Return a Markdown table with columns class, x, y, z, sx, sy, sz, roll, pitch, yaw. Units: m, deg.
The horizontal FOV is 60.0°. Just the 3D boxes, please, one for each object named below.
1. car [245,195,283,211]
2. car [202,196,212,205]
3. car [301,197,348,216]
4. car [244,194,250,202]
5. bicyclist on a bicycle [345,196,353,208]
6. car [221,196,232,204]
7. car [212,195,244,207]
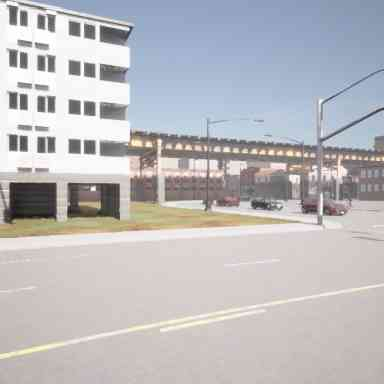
| class | x | y | z | sx | sy | sz | roll | pitch | yaw |
| --- | --- | --- | --- | --- | --- | --- | --- | --- | --- |
| car | 9.244 | 1.491 | 41.354 | 2.128 | 1.511 | 4.902 | 0 | 0 | -25 |
| car | 2.890 | 1.504 | 60.612 | 1.837 | 1.490 | 4.892 | 0 | 0 | -1 |
| car | 13.110 | 1.351 | 33.080 | 2.097 | 1.767 | 4.553 | 0 | 0 | -25 |
| car | 11.879 | 1.524 | 75.701 | 2.128 | 1.511 | 4.902 | 0 | 0 | 41 |
| bicyclist on a bicycle | 20.436 | 1.302 | 43.310 | 1.656 | 1.620 | 0.582 | 0 | 0 | -25 |
| car | 6.717 | 1.491 | 64.113 | 2.128 | 1.511 | 4.902 | 0 | 0 | 7 |
| car | 5.368 | 1.477 | 50.093 | 1.882 | 1.535 | 5.008 | 0 | 0 | -22 |
